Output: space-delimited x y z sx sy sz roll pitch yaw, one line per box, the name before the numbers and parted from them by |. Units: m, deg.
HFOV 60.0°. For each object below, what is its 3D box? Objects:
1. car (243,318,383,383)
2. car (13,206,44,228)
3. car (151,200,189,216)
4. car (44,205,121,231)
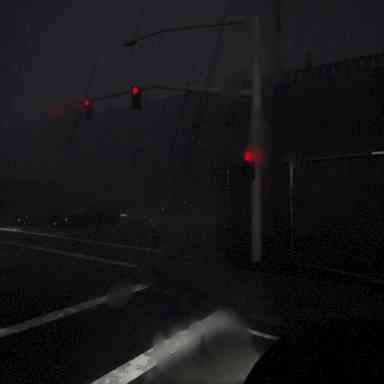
car | 2.940 1.547 1.869 5.357 1.411 2.033 0 0 36
car | -9.866 1.619 22.786 1.994 1.385 4.181 0 0 35
car | -2.138 1.581 33.620 1.812 1.442 4.674 0 0 35
car | -6.638 1.581 21.286 1.812 1.442 4.674 0 0 35
